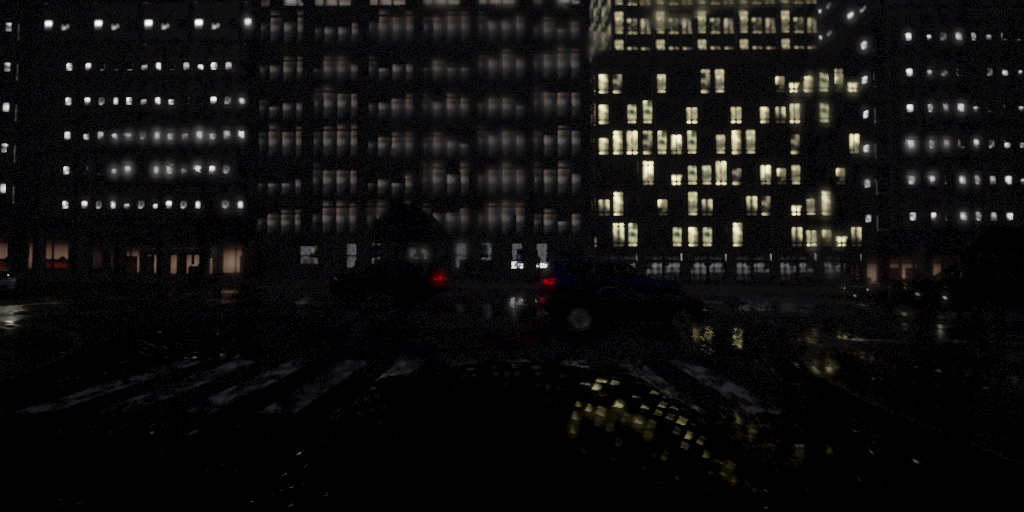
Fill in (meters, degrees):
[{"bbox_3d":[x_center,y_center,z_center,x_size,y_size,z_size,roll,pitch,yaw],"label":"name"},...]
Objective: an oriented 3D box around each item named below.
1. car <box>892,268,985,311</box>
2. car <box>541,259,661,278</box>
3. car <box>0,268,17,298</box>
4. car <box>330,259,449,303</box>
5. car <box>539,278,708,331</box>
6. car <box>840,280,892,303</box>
[{"bbox_3d":[22.658,1.582,17.541,5.566,2.045,2.150,1,-1,1],"label":"car"},{"bbox_3d":[3.871,1.174,14.309,5.566,2.045,2.150,1,-2,1],"label":"car"},{"bbox_3d":[-24.016,0.755,14.627,5.566,2.045,2.150,1,-1,1],"label":"car"},{"bbox_3d":[-5.960,1.174,17.851,5.566,2.045,2.150,1,-1,1],"label":"car"},{"bbox_3d":[3.294,1.475,11.038,4.718,1.301,1.895,0,-1,1],"label":"car"},{"bbox_3d":[22.099,2.027,20.788,4.718,1.301,1.895,1,-1,1],"label":"car"}]
